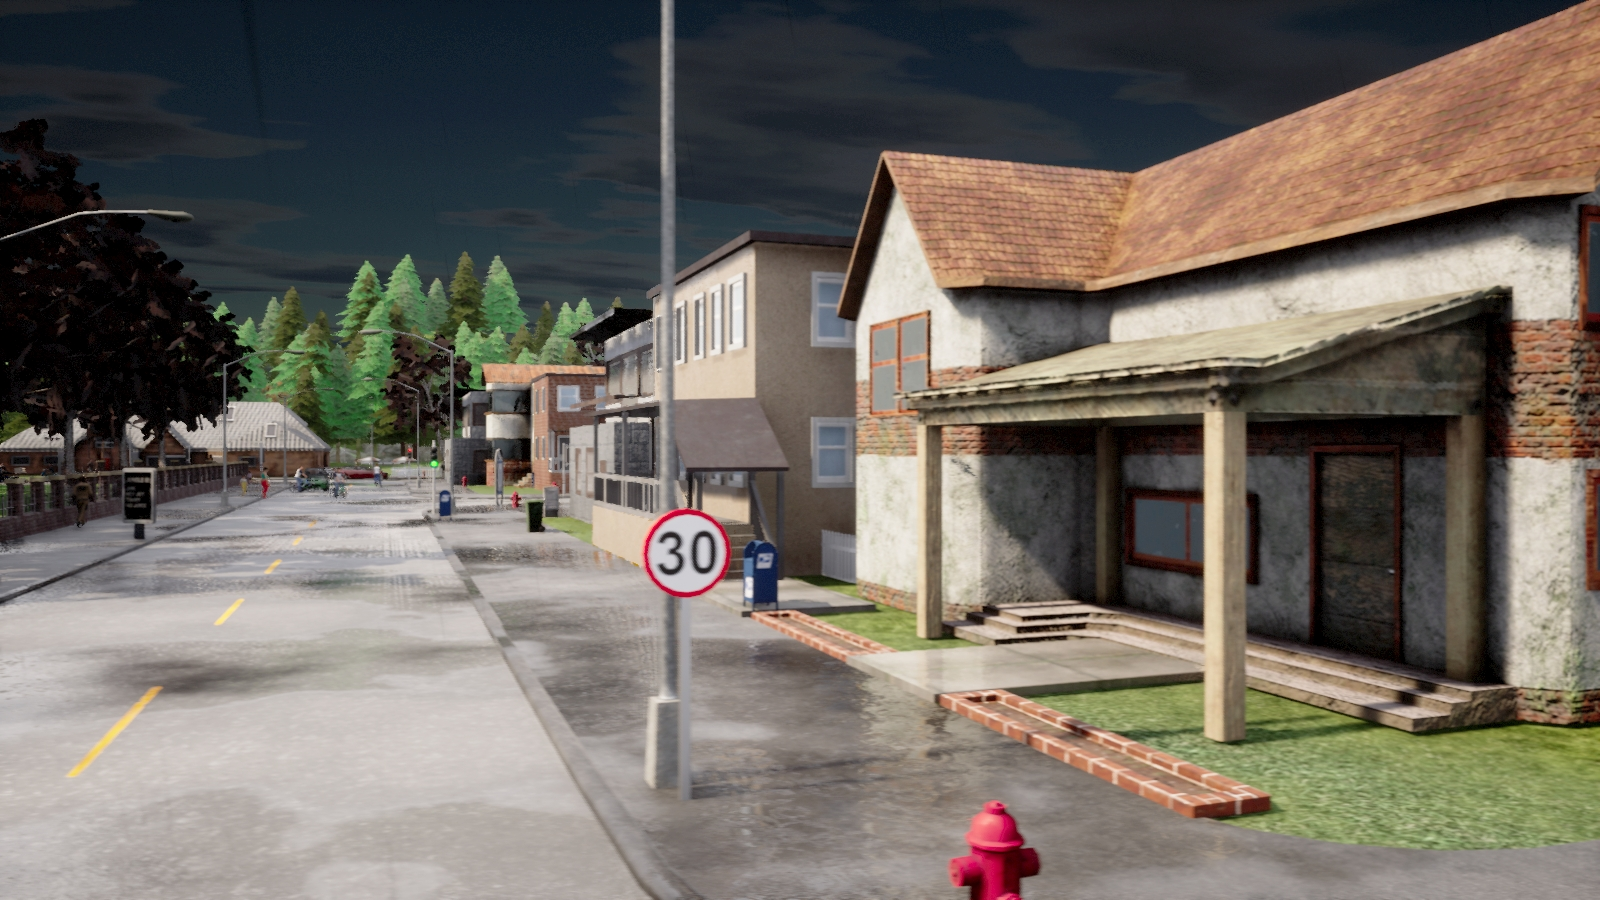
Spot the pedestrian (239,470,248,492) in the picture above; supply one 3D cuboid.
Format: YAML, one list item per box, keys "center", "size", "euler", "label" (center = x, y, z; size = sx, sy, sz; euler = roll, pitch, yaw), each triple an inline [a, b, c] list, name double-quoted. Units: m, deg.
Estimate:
- center: [-32.670, 1.804, 67.079]
  size: [0.375, 1.300, 0.375]
  euler: [0, 0, 38]
  label: "pedestrian"

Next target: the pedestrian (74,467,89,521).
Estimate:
- center: [-24.924, 1.525, 39.618]
  size: [0.375, 1.860, 0.375]
  euler: [0, 0, -20]
  label: "pedestrian"

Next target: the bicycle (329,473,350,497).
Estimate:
- center: [-25.453, 1.936, 63.145]
  size: [1.643, 1.296, 0.373]
  euler: [1, 0, 43]
  label: "bicycle"

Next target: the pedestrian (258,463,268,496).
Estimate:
- center: [-29.872, 1.628, 63.576]
  size: [0.375, 1.860, 0.375]
  euler: [0, 0, 44]
  label: "pedestrian"
